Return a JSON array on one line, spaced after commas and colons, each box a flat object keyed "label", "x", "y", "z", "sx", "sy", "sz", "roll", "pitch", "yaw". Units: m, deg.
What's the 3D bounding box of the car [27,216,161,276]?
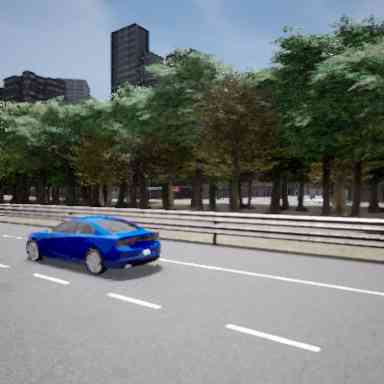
[{"label": "car", "x": -3.246, "y": 1.499, "z": 10.489, "sx": 5.008, "sy": 1.535, "sz": 1.882, "roll": 0, "pitch": 0, "yaw": 36}]
